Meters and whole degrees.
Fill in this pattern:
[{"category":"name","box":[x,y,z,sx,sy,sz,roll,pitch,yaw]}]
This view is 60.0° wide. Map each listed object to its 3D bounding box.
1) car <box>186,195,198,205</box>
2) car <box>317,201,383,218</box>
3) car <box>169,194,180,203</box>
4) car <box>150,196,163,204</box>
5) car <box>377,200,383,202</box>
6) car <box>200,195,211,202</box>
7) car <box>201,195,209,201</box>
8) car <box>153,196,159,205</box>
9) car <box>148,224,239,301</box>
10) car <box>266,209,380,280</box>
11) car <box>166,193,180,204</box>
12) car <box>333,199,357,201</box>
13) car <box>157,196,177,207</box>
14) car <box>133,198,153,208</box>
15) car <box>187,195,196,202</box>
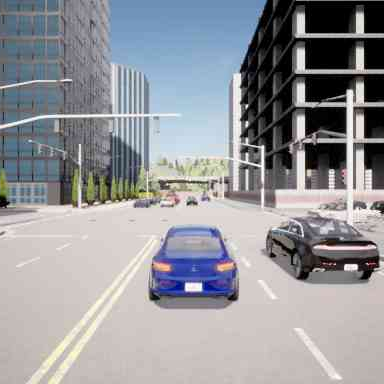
[{"category":"car","box":[-0.006,1.601,57.399,1.895,1.301,4.718,0,0,0]},{"category":"car","box":[10.895,1.543,23.790,4.718,1.301,1.895,0,0,0]},{"category":"car","box":[-3.638,1.355,70.028,2.097,1.767,4.553,0,0,0]},{"category":"car","box":[-7.151,1.547,67.525,2.033,1.411,5.357,0,0,0]},{"category":"car","box":[19.762,1.166,31.054,5.566,2.045,2.150,0,0,0]},{"category":"car","box":[3.347,1.522,77.827,1.812,1.442,4.674,0,0,0]},{"category":"car","box":[3.329,1.483,86.902,1.837,1.490,4.892,0,0,0]},{"category":"car","box":[-7.198,1.601,56.896,1.895,1.301,4.718,0,0,0]},{"category":"car","box":[0.044,1.526,8.226,1.812,1.442,4.674,0,0,0]},{"category":"car","box":[3.560,1.492,9.949,2.128,1.511,4.902,0,0,-1]},{"category":"car","box":[-3.693,1.221,60.038,2.150,2.045,5.566,0,0,0]},{"category":"car","box":[15.515,1.436,34.543,4.902,1.511,2.128,0,0,0]},{"category":"car","box":[-3.695,1.601,50.263,1.895,1.301,4.718,0,0,0]},{"category":"car","box":[-7.190,1.564,48.135,1.994,1.385,4.181,0,0,0]},{"category":"car","box":[-0.152,1.525,77.518,2.128,1.511,4.902,0,0,0]}]
